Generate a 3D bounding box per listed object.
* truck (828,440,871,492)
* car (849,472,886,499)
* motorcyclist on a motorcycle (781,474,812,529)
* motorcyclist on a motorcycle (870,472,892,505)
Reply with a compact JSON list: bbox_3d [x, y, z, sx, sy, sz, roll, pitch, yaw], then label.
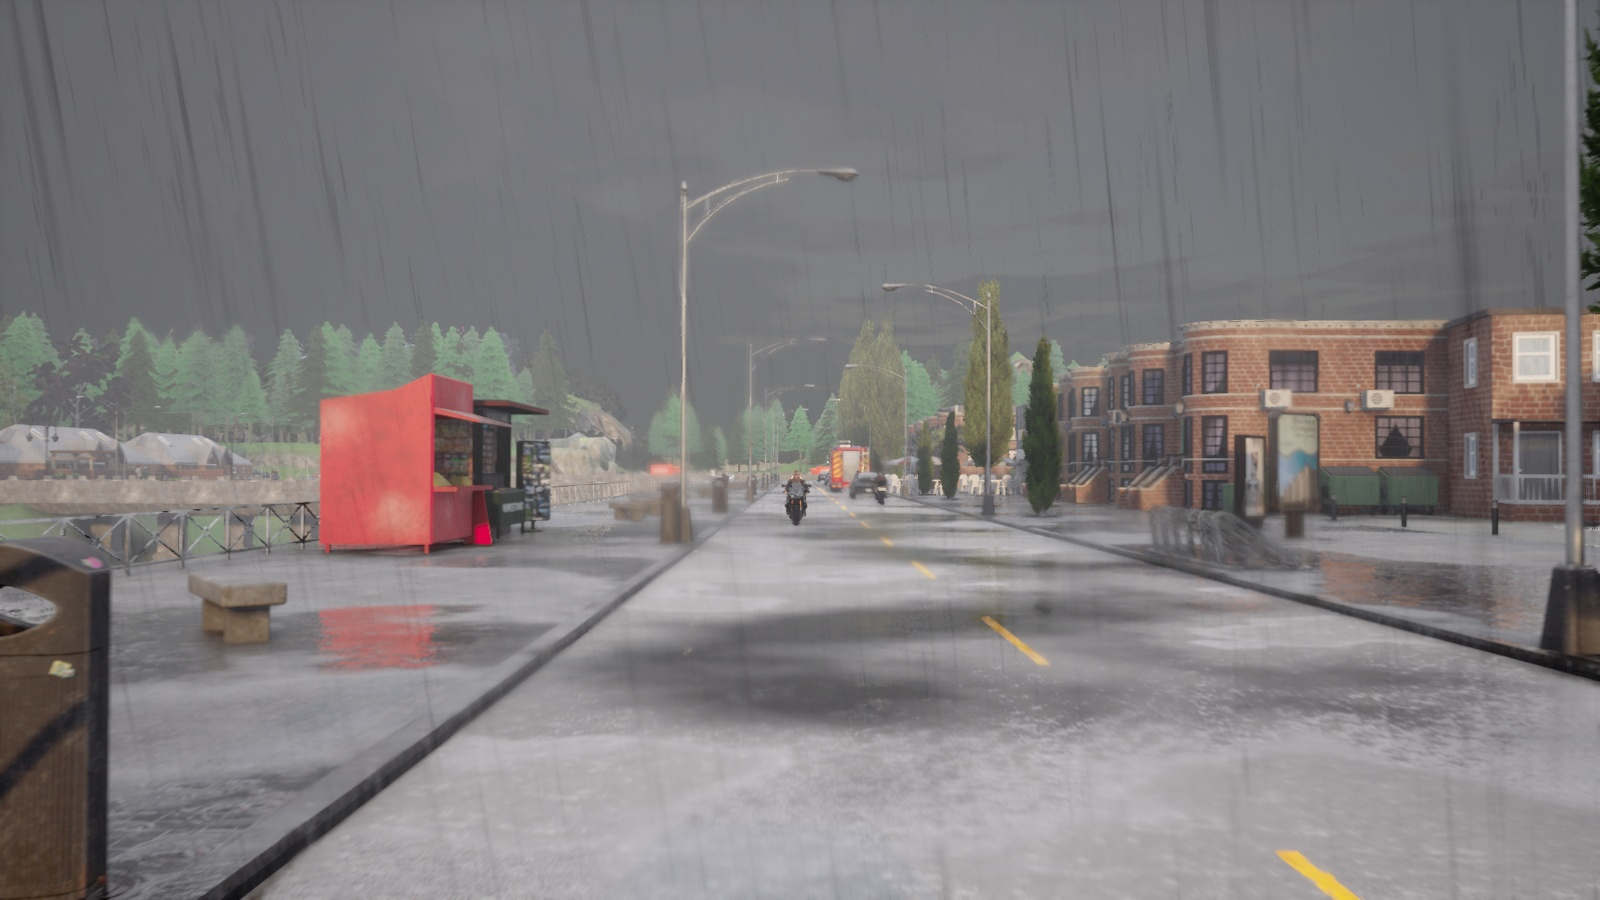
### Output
[{"bbox_3d":[3.746,1.251,96.516,2.891,3.827,8.468,0,-1,0],"label":"truck"},{"bbox_3d":[3.815,2.005,71.722,1.837,1.490,4.892,0,-1,0],"label":"car"},{"bbox_3d":[-0.094,1.459,36.355,0.866,1.530,2.191,0,-1,0],"label":"motorcyclist on a motorcycle"},{"bbox_3d":[3.846,1.833,59.645,0.866,1.530,2.191,0,-1,0],"label":"motorcyclist on a motorcycle"}]
